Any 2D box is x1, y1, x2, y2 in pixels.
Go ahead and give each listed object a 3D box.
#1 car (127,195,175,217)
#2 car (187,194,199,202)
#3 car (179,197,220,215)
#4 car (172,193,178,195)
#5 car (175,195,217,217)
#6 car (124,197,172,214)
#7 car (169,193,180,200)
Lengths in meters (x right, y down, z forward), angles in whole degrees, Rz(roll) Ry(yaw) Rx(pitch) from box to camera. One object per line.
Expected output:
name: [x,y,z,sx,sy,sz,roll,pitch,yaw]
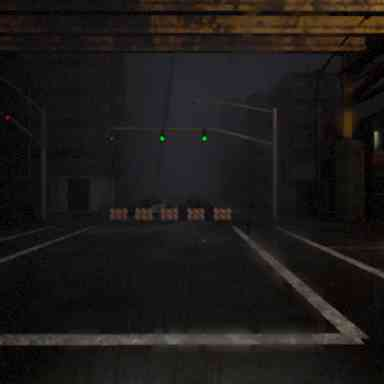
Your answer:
car: [-3.643,1.267,28.070,2.038,1.542,4.974,0,0,25]
car: [0.150,0.936,54.409,1.853,1.218,4.536,0,0,0]
car: [0.499,1.111,27.810,1.853,1.218,4.536,0,0,-20]
car: [-3.280,1.038,62.880,2.038,1.542,4.974,0,0,0]
car: [0.517,1.269,27.762,2.038,1.542,4.974,0,0,-20]
car: [-3.622,1.109,28.116,1.853,1.218,4.536,0,0,25]
car: [-3.281,0.880,62.931,1.853,1.218,4.536,0,0,0]
